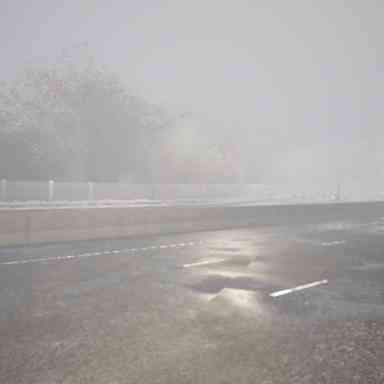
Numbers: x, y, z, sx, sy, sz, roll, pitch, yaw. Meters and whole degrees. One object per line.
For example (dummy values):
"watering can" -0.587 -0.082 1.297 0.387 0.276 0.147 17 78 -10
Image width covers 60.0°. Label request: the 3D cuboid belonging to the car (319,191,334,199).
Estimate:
"car" 32.161 0.662 80.523 2.097 1.767 4.553 0 1 32
